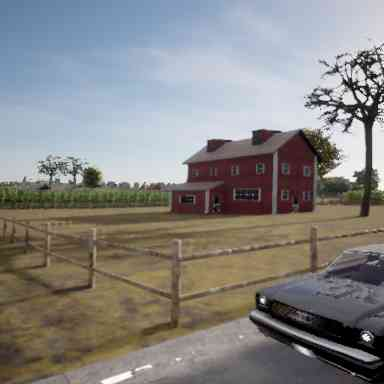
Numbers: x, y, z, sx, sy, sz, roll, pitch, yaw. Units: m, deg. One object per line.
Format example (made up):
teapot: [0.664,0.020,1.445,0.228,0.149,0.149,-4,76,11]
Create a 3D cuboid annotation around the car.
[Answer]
car: [3.149,1.593,5.274,4.718,1.301,1.895,0,0,-35]
